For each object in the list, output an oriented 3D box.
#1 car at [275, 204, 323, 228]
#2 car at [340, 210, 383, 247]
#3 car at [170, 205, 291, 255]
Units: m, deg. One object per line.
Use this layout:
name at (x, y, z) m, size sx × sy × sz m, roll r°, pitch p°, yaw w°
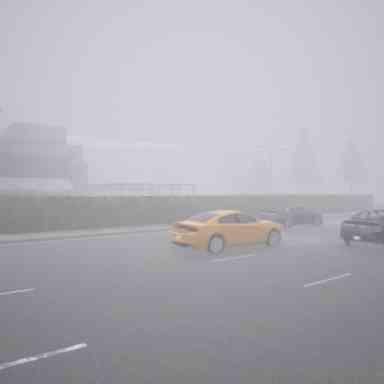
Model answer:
car at (6.351, 1.491, 21.175) m, size 4.902 × 1.511 × 2.128 m, roll 0°, pitch 0°, yaw -36°
car at (8.129, 1.491, 13.845) m, size 4.902 × 1.511 × 2.128 m, roll 0°, pitch 0°, yaw -36°
car at (1.507, 1.477, 13.422) m, size 5.008 × 1.535 × 1.882 m, roll 0°, pitch 0°, yaw -36°
